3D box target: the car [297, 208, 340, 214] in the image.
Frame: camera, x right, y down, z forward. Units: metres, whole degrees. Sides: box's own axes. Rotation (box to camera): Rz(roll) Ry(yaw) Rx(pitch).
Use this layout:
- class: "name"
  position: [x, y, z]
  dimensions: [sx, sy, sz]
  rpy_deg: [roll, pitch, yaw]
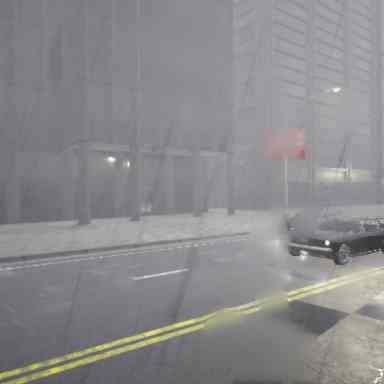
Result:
- class: "car"
  position: [6.143, 1.464, 16.045]
  dimensions: [4.181, 1.385, 1.994]
  rpy_deg: [0, 0, -35]

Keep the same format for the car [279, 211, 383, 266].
- class: "car"
  position: [5.211, 1.524, 11.393]
  dimensions: [4.718, 1.301, 1.895]
  rpy_deg: [-1, 0, -35]
